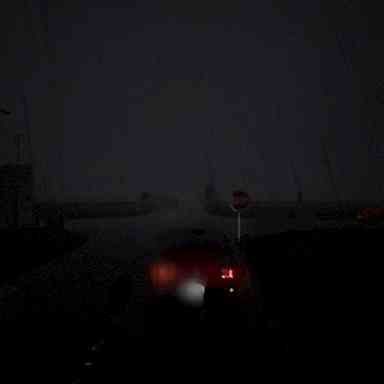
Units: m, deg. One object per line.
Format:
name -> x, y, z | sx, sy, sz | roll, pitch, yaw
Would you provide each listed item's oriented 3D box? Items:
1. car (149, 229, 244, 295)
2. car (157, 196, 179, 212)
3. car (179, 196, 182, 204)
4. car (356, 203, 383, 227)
car -> 0.093, 1.614, 8.714 | 1.895, 1.301, 4.718 | 0, 0, 0
car -> -2.911, 1.503, 39.323 | 1.882, 1.535, 5.008 | 0, 0, 1
car -> -2.882, 1.520, 50.076 | 1.837, 1.490, 4.892 | 0, 0, 0
car -> 13.962, 1.553, 22.794 | 5.008, 1.535, 1.882 | 0, 0, 0
